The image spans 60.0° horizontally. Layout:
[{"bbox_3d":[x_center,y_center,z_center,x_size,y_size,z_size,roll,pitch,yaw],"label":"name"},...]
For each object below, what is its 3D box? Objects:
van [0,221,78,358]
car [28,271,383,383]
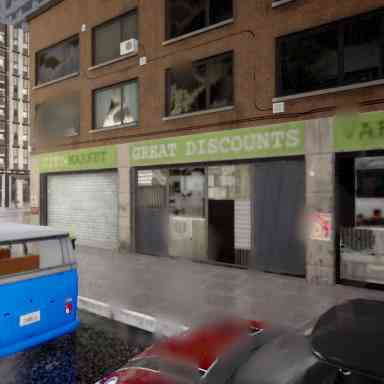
[{"bbox_3d":[-3.528,1.343,5.228,3.998,1.788,1.690,0,0,35],"label":"van"},{"bbox_3d":[1.112,1.440,1.933,4.097,1.590,1.967,0,0,35],"label":"car"}]
